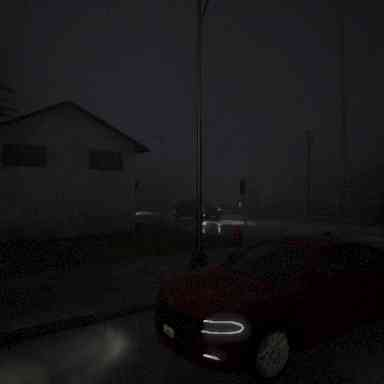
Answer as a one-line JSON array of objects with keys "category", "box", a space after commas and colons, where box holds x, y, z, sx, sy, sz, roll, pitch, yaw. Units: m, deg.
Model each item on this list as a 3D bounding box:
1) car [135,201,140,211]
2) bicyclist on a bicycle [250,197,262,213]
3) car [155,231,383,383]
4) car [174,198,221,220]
[{"category": "car", "box": [-7.858, 1.490, 39.320, 2.128, 1.511, 4.902, 0, 0, -36]}, {"category": "bicyclist on a bicycle", "box": [6.488, 1.348, 33.700, 1.656, 1.620, 0.582, 0, 0, -36]}, {"category": "car", "box": [1.793, 1.477, 5.569, 5.008, 1.535, 1.882, 0, 0, -33]}, {"category": "car", "box": [0.407, 1.352, 27.770, 2.097, 1.767, 4.553, 0, 0, -36]}]
